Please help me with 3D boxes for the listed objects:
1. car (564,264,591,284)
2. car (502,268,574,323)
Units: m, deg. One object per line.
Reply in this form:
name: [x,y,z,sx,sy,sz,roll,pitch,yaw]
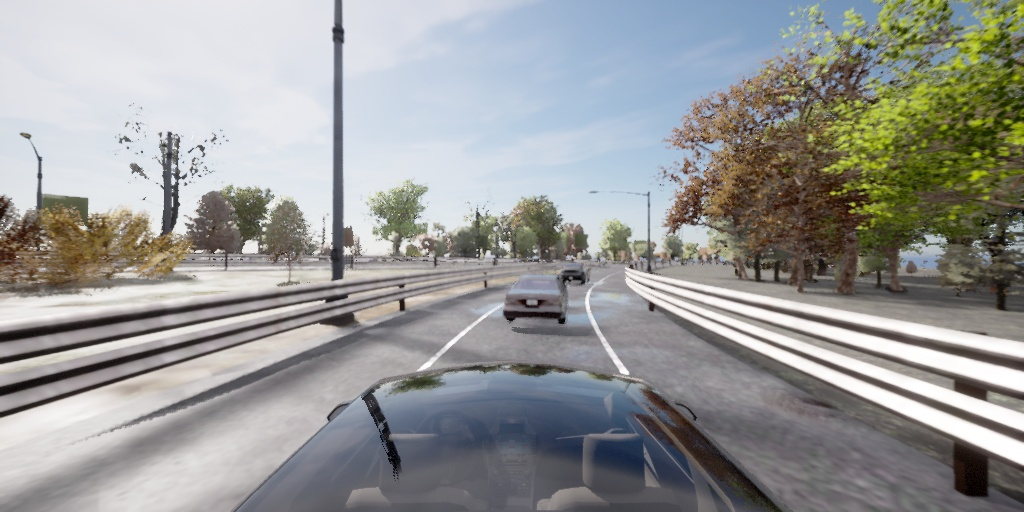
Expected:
car: [5.090,1.368,28.516,1.837,1.490,4.892,0,0,19]
car: [0.960,1.316,12.188,2.033,1.411,5.357,0,0,10]
